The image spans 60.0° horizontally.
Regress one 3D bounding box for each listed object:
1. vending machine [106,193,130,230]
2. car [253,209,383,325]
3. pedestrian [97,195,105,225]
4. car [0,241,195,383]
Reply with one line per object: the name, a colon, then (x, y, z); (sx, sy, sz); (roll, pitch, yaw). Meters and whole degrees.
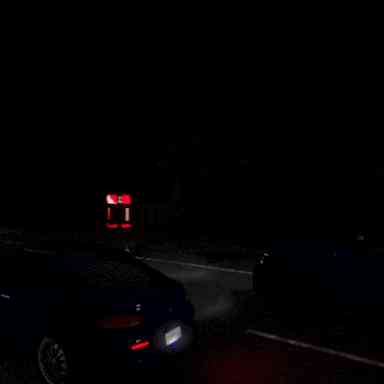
vending machine: (-4.344, 1.133, 19.625); (0.880, 2.100, 1.100); (1, 0, 27)
car: (3.820, 1.201, 5.410); (5.566, 2.045, 2.150); (0, 0, 35)
pedestrian: (-5.589, 1.078, 20.244); (0.375, 1.860, 0.375); (1, 1, 27)
car: (-2.150, 1.511, 5.148); (4.674, 1.442, 1.812); (0, 0, 33)
